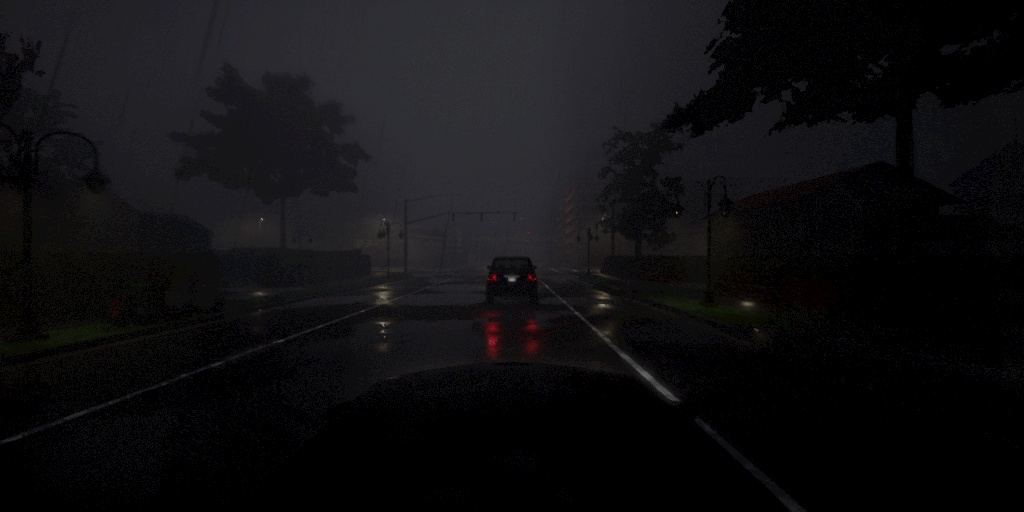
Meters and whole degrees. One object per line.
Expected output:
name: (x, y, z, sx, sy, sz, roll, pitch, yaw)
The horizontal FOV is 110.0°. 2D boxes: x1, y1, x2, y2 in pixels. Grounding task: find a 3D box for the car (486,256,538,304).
car: (0.000, 1.007, 16.530, 2.150, 2.045, 5.566, 0, 0, 0)
